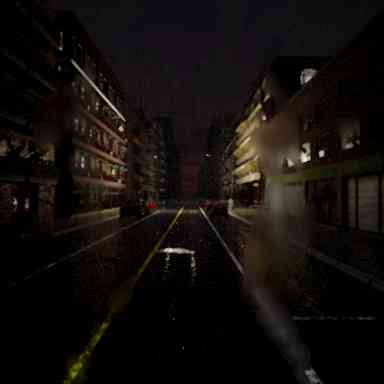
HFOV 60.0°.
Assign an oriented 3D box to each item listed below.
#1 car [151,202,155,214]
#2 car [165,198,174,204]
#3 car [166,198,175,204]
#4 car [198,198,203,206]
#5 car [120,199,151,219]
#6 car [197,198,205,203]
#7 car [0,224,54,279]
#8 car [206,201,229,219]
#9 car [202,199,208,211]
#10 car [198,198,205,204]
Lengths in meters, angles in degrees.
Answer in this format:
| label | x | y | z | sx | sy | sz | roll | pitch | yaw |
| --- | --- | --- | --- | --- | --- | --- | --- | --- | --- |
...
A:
| label | x | y | z | sx | sy | sz | roll | pitch | yaw |
| --- | --- | --- | --- | --- | --- | --- | --- | --- | --- |
| car | -5.738 | 1.790 | 38.449 | 1.967 | 1.590 | 4.097 | 0 | -1 | 0 |
| car | -5.795 | 2.301 | 83.536 | 2.008 | 1.369 | 4.403 | 0 | -1 | 0 |
| car | -5.802 | 2.351 | 89.173 | 2.008 | 1.369 | 4.403 | 0 | -1 | 0 |
| car | 2.607 | 2.151 | 66.635 | 2.008 | 1.369 | 4.403 | 0 | -1 | 0 |
| car | -5.730 | 1.614 | 32.815 | 2.192 | 1.841 | 5.009 | 0 | -1 | 0 |
| car | 2.572 | 2.415 | 94.815 | 1.947 | 1.339 | 4.313 | 0 | -1 | 0 |
| car | -5.702 | 1.678 | 10.268 | 1.802 | 1.307 | 4.206 | 0 | -1 | 0 |
| car | 2.650 | 1.825 | 32.990 | 1.752 | 1.417 | 4.829 | 0 | -1 | 0 |
| car | 2.635 | 1.944 | 44.091 | 1.887 | 1.381 | 4.507 | 0 | -1 | 0 |
| car | 2.579 | 2.326 | 89.349 | 1.752 | 1.417 | 4.829 | 0 | -1 | 0 |
